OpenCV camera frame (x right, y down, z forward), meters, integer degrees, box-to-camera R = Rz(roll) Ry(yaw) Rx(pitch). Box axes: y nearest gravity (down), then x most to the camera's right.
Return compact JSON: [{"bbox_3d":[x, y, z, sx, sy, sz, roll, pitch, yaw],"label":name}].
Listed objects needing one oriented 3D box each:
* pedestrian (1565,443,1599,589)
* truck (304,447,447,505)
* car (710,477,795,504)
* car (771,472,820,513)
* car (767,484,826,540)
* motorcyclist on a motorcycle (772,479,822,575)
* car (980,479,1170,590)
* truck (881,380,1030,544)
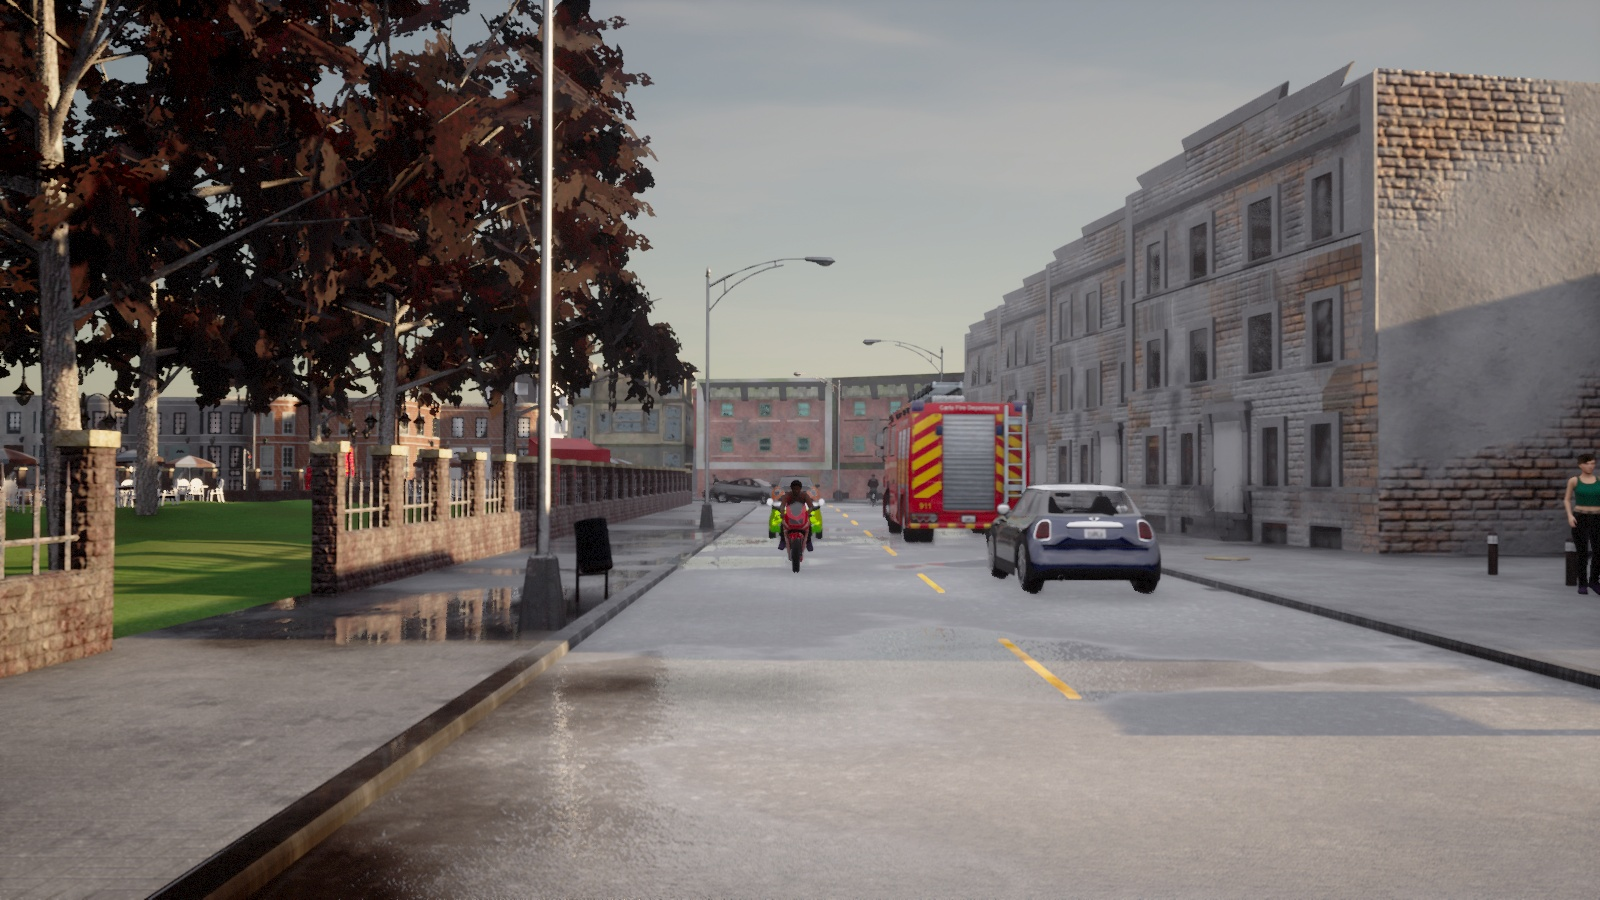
[{"bbox_3d":[10.146,0.838,16.168,0.345,1.836,0.594,-1,-1,16],"label":"pedestrian"},{"bbox_3d":[-26.321,1.619,78.075,7.936,3.462,2.891,0,-1,0],"label":"truck"},{"bbox_3d":[-2.721,2.331,72.305,4.514,1.525,2.007,-1,-2,29],"label":"car"},{"bbox_3d":[-0.182,1.886,56.200,2.097,1.767,4.553,0,-1,0],"label":"car"},{"bbox_3d":[-0.095,1.571,32.362,1.481,1.376,2.207,0,-2,0],"label":"car"},{"bbox_3d":[-0.054,1.257,21.083,0.797,1.523,2.044,0,-1,0],"label":"motorcyclist on a motorcycle"},{"bbox_3d":[3.953,1.172,18.689,1.970,1.475,3.806,0,-1,0],"label":"car"},{"bbox_3d":[3.896,0.361,33.564,2.891,3.827,8.468,0,-1,0],"label":"truck"}]
